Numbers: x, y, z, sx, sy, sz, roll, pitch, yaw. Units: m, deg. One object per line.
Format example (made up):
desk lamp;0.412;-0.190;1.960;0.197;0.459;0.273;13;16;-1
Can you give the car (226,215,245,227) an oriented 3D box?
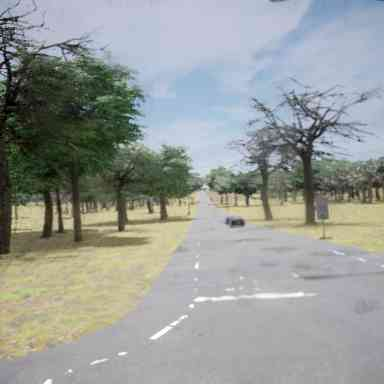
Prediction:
car;6.442;4.187;47.747;1.882;1.535;5.008;-3;-3;2
